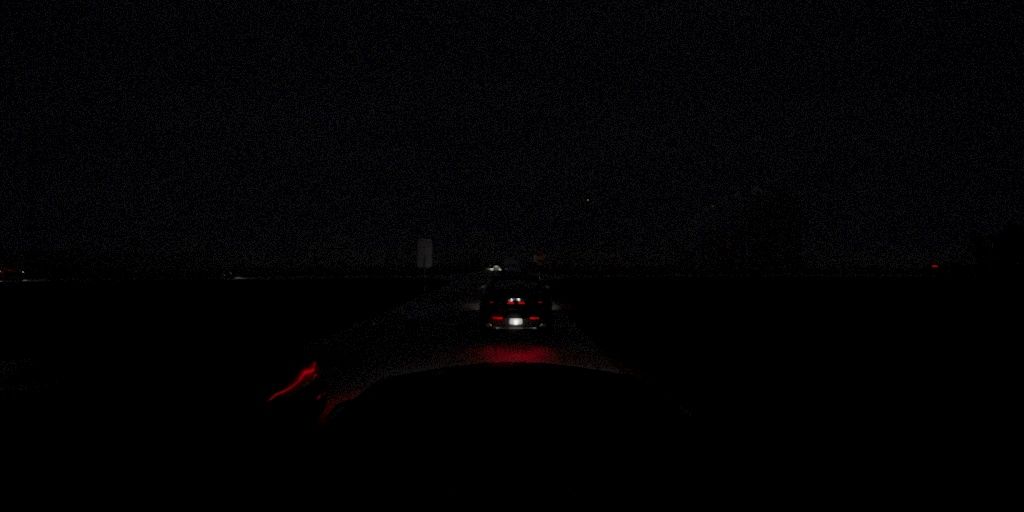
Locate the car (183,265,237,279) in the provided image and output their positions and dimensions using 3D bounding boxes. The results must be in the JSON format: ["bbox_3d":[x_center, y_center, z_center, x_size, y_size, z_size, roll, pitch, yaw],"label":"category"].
[{"bbox_3d":[-29.926,1.559,35.629,4.181,1.385,1.994,0,-1,0],"label":"car"}]

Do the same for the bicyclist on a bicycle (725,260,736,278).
[{"bbox_3d":[19.968,1.152,32.826,0.582,1.620,1.656,0,0,0],"label":"bicyclist on a bicycle"}]

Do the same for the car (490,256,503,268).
[{"bbox_3d":[-2.749,1.113,64.756,2.150,2.045,5.566,0,0,1],"label":"car"}]

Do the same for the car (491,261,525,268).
[{"bbox_3d":[0.094,1.278,21.324,2.128,1.511,4.902,0,0,0],"label":"car"}]

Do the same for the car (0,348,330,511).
[{"bbox_3d":[-2.851,1.297,1.444,2.033,1.411,5.357,0,0,0],"label":"car"}]

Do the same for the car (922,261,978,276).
[{"bbox_3d":[44.382,1.222,36.021,4.902,1.511,2.128,0,-1,1],"label":"car"}]

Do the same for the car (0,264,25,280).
[{"bbox_3d":[-51.662,1.560,35.622,4.553,1.767,2.097,0,-1,0],"label":"car"}]

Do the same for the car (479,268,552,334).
[{"bbox_3d":[0.097,1.271,10.706,1.837,1.490,4.892,0,0,0],"label":"car"}]
